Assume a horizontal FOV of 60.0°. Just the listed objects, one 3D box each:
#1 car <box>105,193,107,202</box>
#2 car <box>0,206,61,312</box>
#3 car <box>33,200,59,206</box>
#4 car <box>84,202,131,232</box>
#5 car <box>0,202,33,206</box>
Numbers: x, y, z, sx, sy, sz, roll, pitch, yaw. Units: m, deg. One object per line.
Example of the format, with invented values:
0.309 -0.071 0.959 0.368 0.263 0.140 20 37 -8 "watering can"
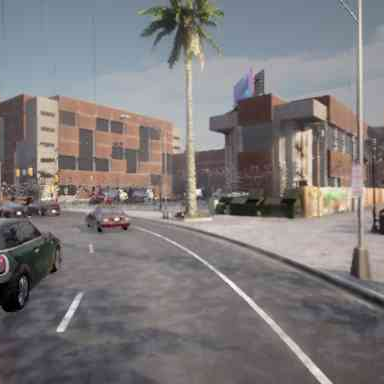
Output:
-15.615 1.338 57.808 4.553 1.767 2.185 0 0 38 "car"
-4.542 1.382 7.775 2.097 1.767 4.553 -1 0 -10 "car"
-14.810 1.598 33.073 4.892 1.490 1.837 -1 -1 44 "car"
-5.336 1.576 20.669 2.033 1.411 5.357 0 0 -27 "car"
-16.084 1.632 29.543 1.812 1.442 4.674 0 0 -44 "car"
